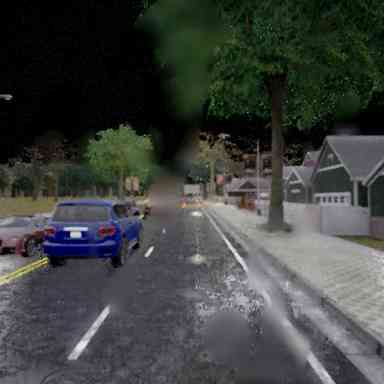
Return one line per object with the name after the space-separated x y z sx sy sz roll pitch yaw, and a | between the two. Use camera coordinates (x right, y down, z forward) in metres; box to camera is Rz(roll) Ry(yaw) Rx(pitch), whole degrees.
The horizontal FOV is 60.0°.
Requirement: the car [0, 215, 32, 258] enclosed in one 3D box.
-6.603 1.608 12.868 1.994 1.385 4.181 0 0 0 | car

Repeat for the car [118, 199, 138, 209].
-9.830 1.769 51.775 2.033 1.411 5.357 0 0 0 | car

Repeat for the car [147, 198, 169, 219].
-3.160 1.593 30.140 1.882 1.535 5.008 0 0 0 | car

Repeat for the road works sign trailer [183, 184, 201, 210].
-0.015 0.657 46.046 2.380 3.560 2.880 0 0 0 | road works sign trailer

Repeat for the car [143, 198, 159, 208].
-6.585 1.709 53.545 1.882 1.535 5.008 0 0 0 | car

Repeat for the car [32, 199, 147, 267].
-3.154 1.261 11.706 2.150 2.045 5.566 0 0 0 | car
